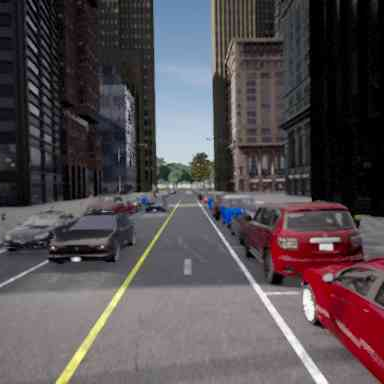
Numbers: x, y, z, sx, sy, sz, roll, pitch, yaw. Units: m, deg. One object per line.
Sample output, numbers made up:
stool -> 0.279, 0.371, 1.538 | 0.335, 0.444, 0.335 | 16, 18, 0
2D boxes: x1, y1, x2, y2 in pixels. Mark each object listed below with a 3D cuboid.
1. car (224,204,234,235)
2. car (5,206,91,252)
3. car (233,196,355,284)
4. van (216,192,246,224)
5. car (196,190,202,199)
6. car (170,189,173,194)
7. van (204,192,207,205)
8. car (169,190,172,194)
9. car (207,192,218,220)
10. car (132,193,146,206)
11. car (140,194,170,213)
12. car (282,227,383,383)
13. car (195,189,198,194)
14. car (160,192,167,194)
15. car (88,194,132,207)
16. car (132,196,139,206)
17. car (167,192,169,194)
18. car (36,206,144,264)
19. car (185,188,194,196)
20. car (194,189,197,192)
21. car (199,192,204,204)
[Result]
car -> 2.629, 1.359, 14.149 | 1.802, 1.307, 4.206 | -2, 1, -1
car -> -5.905, 1.491, 13.672 | 2.008, 1.369, 4.403 | -2, 1, -1
car -> 2.667, 1.152, 9.059 | 2.192, 1.841, 5.009 | -2, 1, -1
van -> 2.575, 1.058, 19.233 | 1.690, 1.788, 3.998 | -2, 1, -1
car -> 2.149, 0.791, 59.764 | 1.947, 1.339, 4.313 | -2, 1, -1
car -> -6.640, 0.604, 85.692 | 1.947, 1.339, 4.313 | -2, 1, -1
van -> 2.437, 0.875, 34.494 | 1.690, 1.788, 3.998 | -2, 1, -1
car -> -6.585, 0.663, 80.313 | 2.008, 1.369, 4.403 | -2, 1, -1
car -> 2.529, 0.971, 24.320 | 2.192, 1.841, 5.009 | -2, 1, -1
car -> -6.108, 1.148, 33.213 | 1.967, 1.590, 4.097 | -2, 1, -1
car -> -3.347, 1.215, 32.326 | 2.033, 1.411, 5.357 | -1, 1, 0
car -> 2.720, 1.441, 3.975 | 1.887, 1.381, 4.507 | -2, 1, -1
car -> 2.096, 0.724, 64.967 | 1.947, 1.339, 4.313 | -2, 1, -1
car -> -6.421, 0.871, 64.182 | 1.887, 1.381, 4.507 | -2, 1, -1
car -> -6.012, 1.140, 23.441 | 2.192, 1.841, 5.009 | -2, 1, -1
car -> -6.055, 1.311, 28.329 | 1.887, 1.381, 4.507 | -2, 1, -1
car -> -6.474, 0.839, 69.559 | 1.802, 1.307, 4.206 | -2, 1, -1
car -> -3.210, 1.459, 11.889 | 2.033, 1.411, 5.357 | -1, 1, 0
car -> -0.889, 0.274, 87.322 | 1.812, 1.442, 4.674 | -1, 1, -1
car -> 1.934, 0.474, 80.742 | 1.752, 1.417, 4.829 | -2, 1, -1
car -> 2.309, 0.999, 44.159 | 1.802, 1.307, 4.206 | -2, 1, -1
